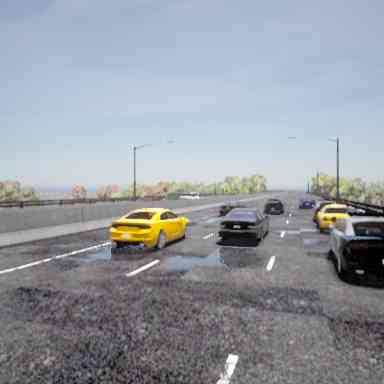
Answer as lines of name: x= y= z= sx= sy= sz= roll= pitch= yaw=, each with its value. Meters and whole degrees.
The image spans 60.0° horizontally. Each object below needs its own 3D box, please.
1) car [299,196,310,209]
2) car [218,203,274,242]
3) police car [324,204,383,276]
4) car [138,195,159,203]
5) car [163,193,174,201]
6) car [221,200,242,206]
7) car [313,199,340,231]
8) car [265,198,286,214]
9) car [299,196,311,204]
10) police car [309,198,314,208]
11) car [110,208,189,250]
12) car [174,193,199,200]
car: x=14.863 y=1.478 z=42.931 sx=1.994 sy=1.385 sz=4.181 roll=0 pitch=0 yaw=18
car: x=2.680 y=1.516 z=16.406 sx=2.033 sy=1.411 sz=5.357 roll=0 pitch=0 yaw=18
police car: x=5.317 y=1.405 z=10.104 sx=1.930 sy=1.638 sz=5.238 roll=0 pitch=0 yaw=18
car: x=-7.151 y=1.248 z=54.760 sx=2.097 sy=1.767 sz=4.553 roll=0 pitch=0 yaw=18
car: x=-2.942 y=1.117 z=56.379 sx=2.150 sy=2.045 sz=5.566 roll=0 pitch=0 yaw=18
car: x=3.909 y=1.487 z=31.551 sx=2.033 sy=1.411 sz=5.357 roll=0 pitch=0 yaw=18
car: x=8.425 y=1.416 z=19.693 sx=1.801 sy=1.575 sz=5.366 roll=0 pitch=0 yaw=18
car: x=8.678 y=1.433 z=34.906 sx=1.837 sy=1.490 sz=4.892 roll=0 pitch=-1 yaw=18
car: x=20.488 y=1.424 z=60.321 sx=2.033 sy=1.411 sz=5.357 roll=0 pitch=0 yaw=18
police car: x=10.250 y=1.375 z=25.324 sx=1.930 sy=1.638 sz=5.238 roll=0 pitch=0 yaw=18
car: x=-1.623 y=1.451 z=14.478 sx=1.882 sy=1.535 sz=5.008 roll=0 pitch=0 yaw=18
car: x=-0.522 y=1.123 z=52.527 sx=2.150 sy=2.045 sz=5.566 roll=0 pitch=0 yaw=18
